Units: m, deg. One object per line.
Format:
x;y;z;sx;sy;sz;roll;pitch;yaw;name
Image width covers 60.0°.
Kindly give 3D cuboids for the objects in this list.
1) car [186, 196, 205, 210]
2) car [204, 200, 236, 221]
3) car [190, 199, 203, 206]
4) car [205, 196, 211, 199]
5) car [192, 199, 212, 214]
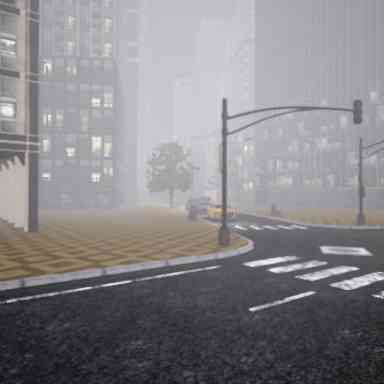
0.231;1.842;50.926;2.097;1.767;4.553;0;-1;-7;car
2.703;1.762;30.930;1.882;1.535;5.008;0;-1;-7;car
0.964;2.142;70.091;2.033;1.411;5.357;0;-1;-7;car
2.243;1.814;59.787;2.150;2.045;5.566;0;-1;-7;car
1.484;1.931;40.737;2.033;1.411;5.357;0;-1;-7;car
